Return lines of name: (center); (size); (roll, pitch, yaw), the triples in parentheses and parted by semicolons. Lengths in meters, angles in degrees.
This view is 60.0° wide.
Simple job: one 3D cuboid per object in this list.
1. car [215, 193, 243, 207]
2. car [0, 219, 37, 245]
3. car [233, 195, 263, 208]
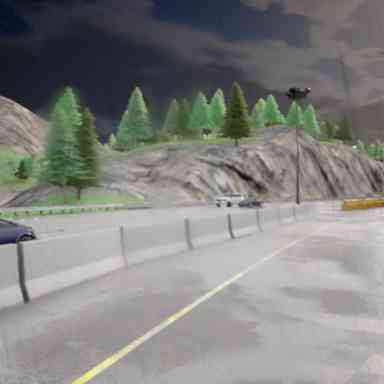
car: (5.646, 1.164, 49.266); (2.150, 2.045, 5.566); (0, 0, 41)
car: (-7.450, 1.547, 11.165); (1.994, 1.385, 4.181); (0, 0, 28)
car: (8.333, 1.486, 47.023); (1.837, 1.490, 4.892); (0, 0, 41)
